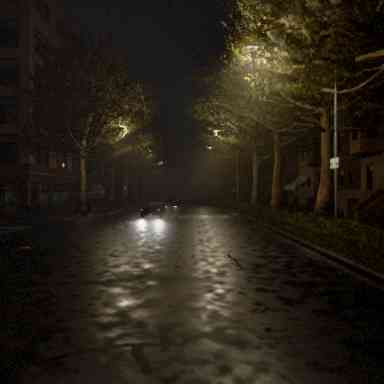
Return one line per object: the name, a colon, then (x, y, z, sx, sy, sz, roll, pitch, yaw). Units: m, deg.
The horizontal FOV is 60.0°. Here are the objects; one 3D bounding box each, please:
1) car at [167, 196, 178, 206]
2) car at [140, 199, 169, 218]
car: (-3.479, 1.522, 56.176, 1.837, 1.490, 4.892, 0, 0, 0)
car: (-3.528, 1.604, 30.529, 1.895, 1.301, 4.718, 0, 0, 1)
